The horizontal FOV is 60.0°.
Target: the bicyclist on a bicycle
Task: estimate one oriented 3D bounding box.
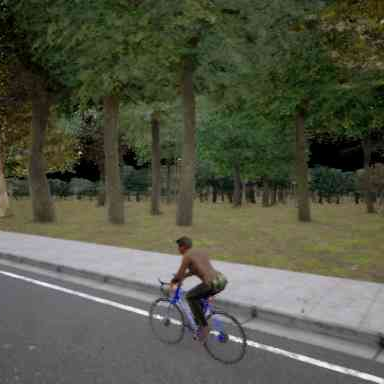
[{"bbox_3d":[0.017,1.455,4.646,1.656,1.620,0.582,0,0,36],"label":"bicyclist on a bicycle"}]
